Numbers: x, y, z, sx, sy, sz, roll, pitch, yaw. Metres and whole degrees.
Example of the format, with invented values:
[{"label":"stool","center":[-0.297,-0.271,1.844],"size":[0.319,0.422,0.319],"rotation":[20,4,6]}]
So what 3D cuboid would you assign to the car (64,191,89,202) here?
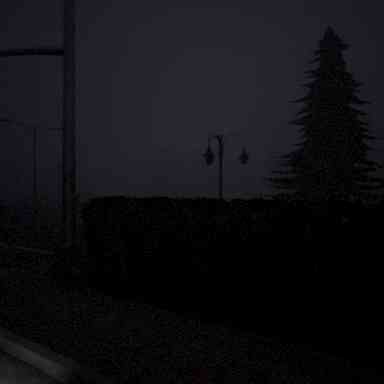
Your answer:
[{"label":"car","center":[-21.078,0.822,60.909],"size":[1.905,1.878,3.866],"rotation":[0,0,34]}]

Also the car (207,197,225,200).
[{"label":"car","center":[1.712,1.278,31.304],"size":[2.097,1.767,4.553],"rotation":[0,0,34]}]

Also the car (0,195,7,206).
[{"label":"car","center":[-25.855,1.092,42.238],"size":[1.845,1.501,3.633],"rotation":[0,0,34]}]

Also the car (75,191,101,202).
[{"label":"car","center":[-18.441,0.858,59.621],"size":[1.932,1.855,4.605],"rotation":[0,0,34]}]

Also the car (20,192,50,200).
[{"label":"car","center":[-31.672,0.832,68.084],"size":[2.152,1.636,5.027],"rotation":[0,0,34]}]

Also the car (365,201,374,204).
[{"label":"car","center":[26.988,1.536,46.213],"size":[5.357,1.411,2.033],"rotation":[0,0,44]}]

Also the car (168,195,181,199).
[{"label":"car","center":[-3.133,1.232,49.087],"size":[1.845,1.501,3.633],"rotation":[0,0,34]}]

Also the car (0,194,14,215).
[{"label":"car","center":[-17.724,1.187,27.526],"size":[2.007,1.523,4.514],"rotation":[0,0,34]}]

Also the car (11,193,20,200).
[{"label":"car","center":[-37.167,0.876,71.415],"size":[1.970,1.475,3.806],"rotation":[0,0,34]}]
